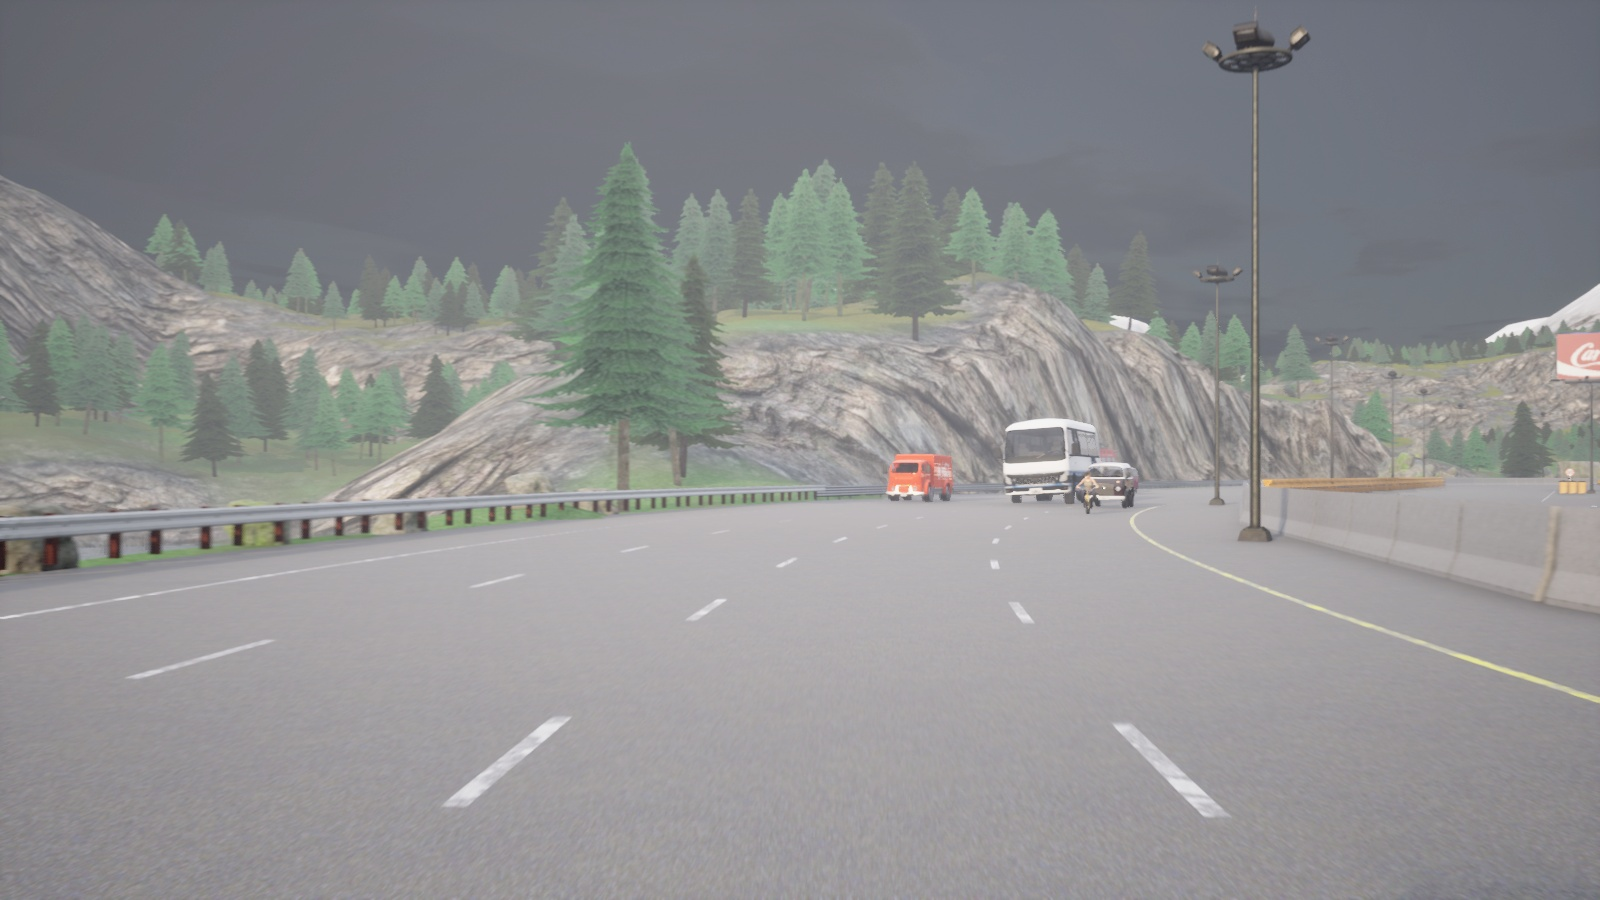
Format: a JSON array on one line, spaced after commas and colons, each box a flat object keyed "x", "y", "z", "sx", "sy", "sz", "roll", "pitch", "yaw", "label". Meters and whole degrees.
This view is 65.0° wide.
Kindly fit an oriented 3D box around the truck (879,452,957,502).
[{"x": 6.216, "y": 1.409, "z": 65.432, "sx": 2.627, "sy": 2.467, "sz": 5.204, "roll": -1, "pitch": -1, "yaw": 22, "label": "truck"}]

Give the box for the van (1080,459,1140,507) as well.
[{"x": 13.938, "y": 1.453, "z": 56.304, "sx": 2.069, "sy": 2.038, "sz": 4.480, "roll": -1, "pitch": -1, "yaw": 21, "label": "van"}]

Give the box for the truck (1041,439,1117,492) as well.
[{"x": 20.906, "y": 1.177, "z": 93.684, "sx": 2.891, "sy": 3.827, "sz": 8.468, "roll": -1, "pitch": -1, "yaw": 32, "label": "truck"}]

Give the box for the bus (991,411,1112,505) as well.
[{"x": 13.139, "y": 0.496, "z": 64.661, "sx": 3.944, "sy": 4.253, "sz": 10.273, "roll": -4, "pitch": -3, "yaw": 22, "label": "bus"}]
